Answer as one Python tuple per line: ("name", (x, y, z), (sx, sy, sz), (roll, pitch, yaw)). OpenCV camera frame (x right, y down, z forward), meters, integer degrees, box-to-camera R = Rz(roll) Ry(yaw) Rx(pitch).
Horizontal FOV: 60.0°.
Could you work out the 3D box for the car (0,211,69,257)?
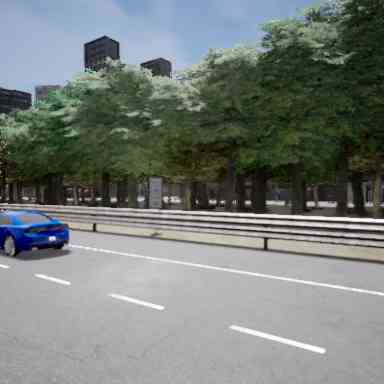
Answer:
("car", (-6.908, 1.497, 13.093), (5.008, 1.535, 1.882), (0, 0, 36))
